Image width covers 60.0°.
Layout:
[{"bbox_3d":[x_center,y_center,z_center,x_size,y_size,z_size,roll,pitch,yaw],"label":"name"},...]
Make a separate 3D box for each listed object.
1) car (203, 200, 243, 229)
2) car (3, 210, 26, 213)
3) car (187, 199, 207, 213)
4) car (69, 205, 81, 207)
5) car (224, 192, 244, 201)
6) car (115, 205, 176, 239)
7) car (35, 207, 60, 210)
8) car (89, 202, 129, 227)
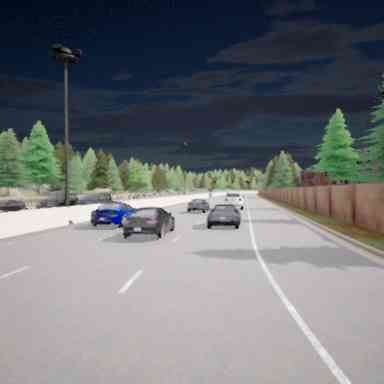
[{"bbox_3d":[2.068,1.460,21.046,1.994,1.385,4.181,0,0,9],"label":"car"},{"bbox_3d":[-17.771,1.487,31.459,1.837,1.490,4.892,0,0,9],"label":"car"},{"bbox_3d":[0.703,1.392,34.975,2.033,1.411,5.357,0,0,9],"label":"car"},{"bbox_3d":[-10.168,1.139,34.717,2.150,2.045,5.566,0,0,9],"label":"car"},{"bbox_3d":[5.071,1.015,40.162,2.150,2.045,5.566,0,0,9],"label":"car"},{"bbox_3d":[-2.073,1.467,16.877,1.812,1.442,4.674,0,0,8],"label":"car"},{"bbox_3d":[-13.753,1.163,34.445,2.150,2.045,5.566,0,0,9],"label":"car"},{"bbox_3d":[-4.885,1.416,21.896,1.882,1.535,5.008,0,0,9],"label":"car"}]
